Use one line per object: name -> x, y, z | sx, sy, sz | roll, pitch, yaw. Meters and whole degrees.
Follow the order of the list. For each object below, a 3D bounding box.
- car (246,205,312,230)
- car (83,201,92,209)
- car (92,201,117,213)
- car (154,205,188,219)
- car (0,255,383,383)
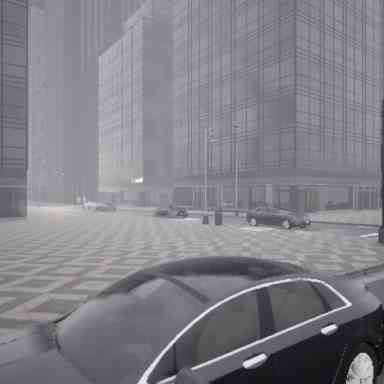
car -> 5.901, 1.719, 23.067 | 1.837, 1.490, 4.892 | 0, -1, -36
car -> -19.178, 2.476, 63.097 | 1.812, 1.442, 4.674 | 0, -1, -36
car -> -12.669, 2.230, 48.807 | 1.812, 1.442, 4.674 | 0, -1, -36
car -> -2.165, 1.989, 34.206 | 1.994, 1.385, 4.181 | 0, -1, -35
car -> 0.036, 1.505, 3.298 | 4.892, 1.490, 1.837 | 0, 0, -35
